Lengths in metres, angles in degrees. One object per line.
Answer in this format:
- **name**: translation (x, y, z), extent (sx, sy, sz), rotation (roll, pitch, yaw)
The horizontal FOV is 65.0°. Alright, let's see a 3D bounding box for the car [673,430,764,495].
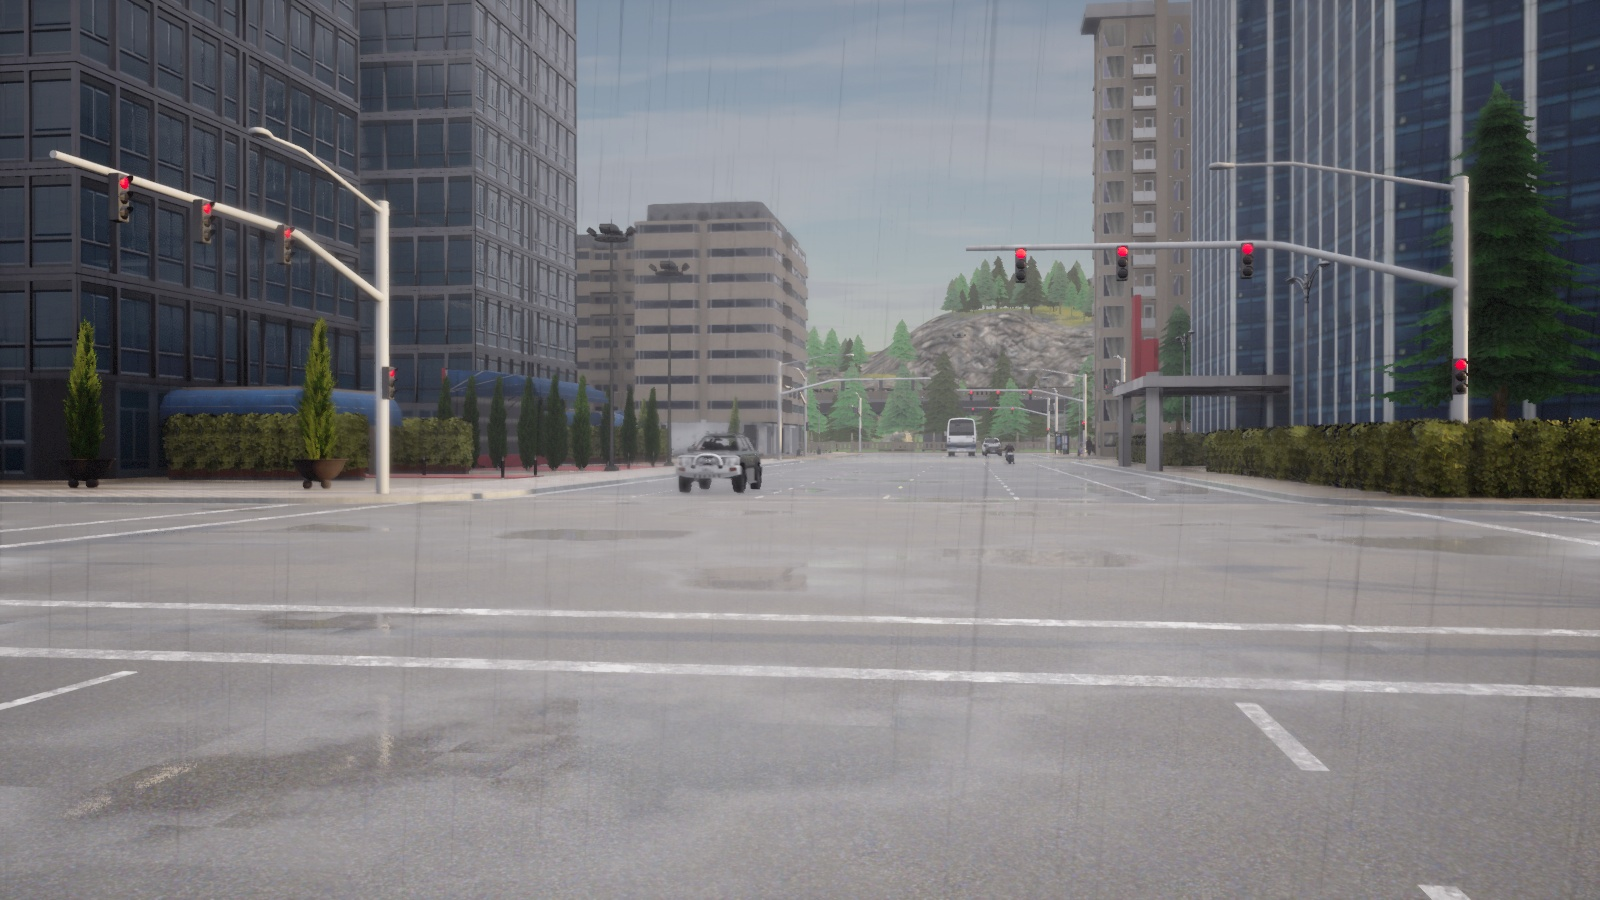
- **car**: translation (-2.410, 0.345, 38.308), extent (1.932, 1.855, 4.605), rotation (0, 0, 7)
